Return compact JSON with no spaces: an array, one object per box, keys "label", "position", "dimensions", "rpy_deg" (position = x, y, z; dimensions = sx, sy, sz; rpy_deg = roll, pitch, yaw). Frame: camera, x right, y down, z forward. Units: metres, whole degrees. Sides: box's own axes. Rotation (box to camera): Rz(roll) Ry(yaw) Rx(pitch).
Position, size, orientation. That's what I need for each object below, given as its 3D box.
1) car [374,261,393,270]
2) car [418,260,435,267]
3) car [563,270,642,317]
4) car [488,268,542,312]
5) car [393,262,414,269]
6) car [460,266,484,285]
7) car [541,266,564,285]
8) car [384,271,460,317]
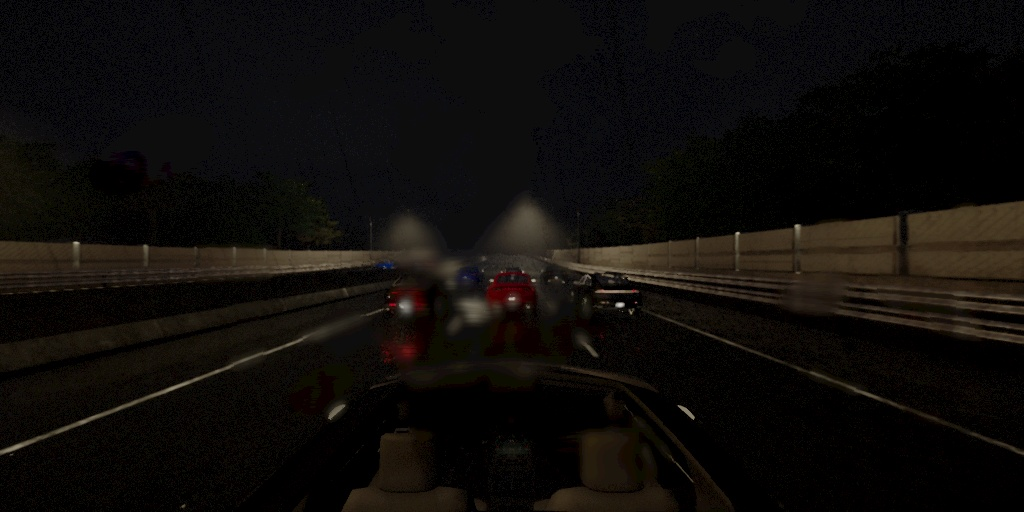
[{"label":"car","position":[-21.056,1.591,59.161],"dimensions":[1.882,1.535,5.008],"rpy_deg":[0,1,1]},{"label":"car","position":[-14.065,1.465,59.282],"dimensions":[2.097,1.767,4.553],"rpy_deg":[0,1,1]},{"label":"car","position":[3.541,1.411,14.107],"dimensions":[2.128,1.511,4.902],"rpy_deg":[0,-1,0]},{"label":"car","position":[0.050,1.412,15.270],"dimensions":[1.882,1.535,5.008],"rpy_deg":[0,0,0]},{"label":"car","position":[-17.563,1.677,59.226],"dimensions":[1.994,1.385,4.181],"rpy_deg":[0,1,1]},{"label":"car","position":[-3.454,1.607,30.279],"dimensions":[1.882,1.535,5.008],"rpy_deg":[0,0,0]},{"label":"car","position":[3.546,1.608,30.266],"dimensions":[1.882,1.535,5.008],"rpy_deg":[0,0,0]},{"label":"car","position":[-3.460,1.424,14.114],"dimensions":[1.837,1.490,4.892],"rpy_deg":[0,0,0]}]
